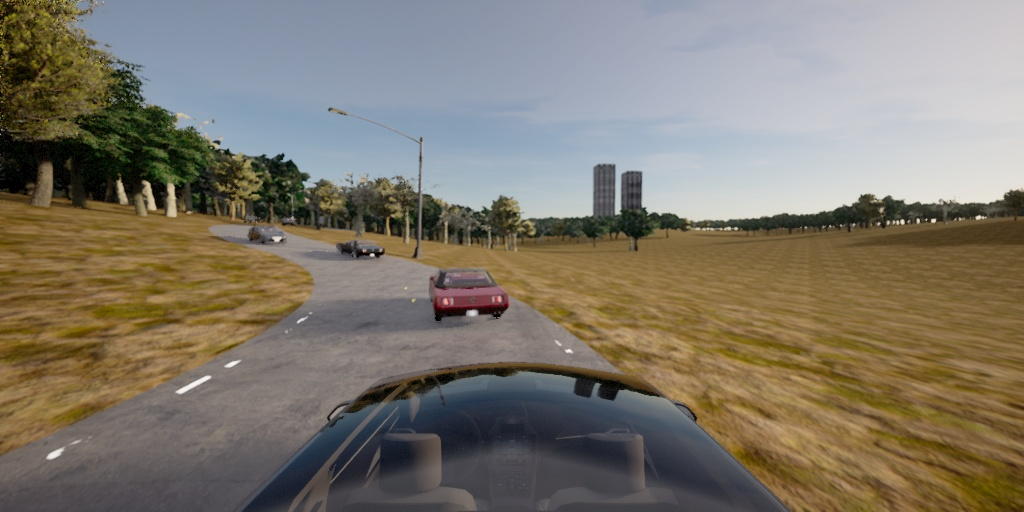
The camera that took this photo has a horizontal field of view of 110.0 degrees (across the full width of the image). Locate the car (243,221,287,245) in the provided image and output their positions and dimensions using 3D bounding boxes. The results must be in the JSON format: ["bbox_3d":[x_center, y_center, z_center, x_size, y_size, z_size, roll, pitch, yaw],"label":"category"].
[{"bbox_3d":[-21.441,-1.875,31.333,4.902,1.511,2.128,9,8,38],"label":"car"}]

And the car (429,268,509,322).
[{"bbox_3d":[-1.534,1.003,10.967,1.895,1.301,4.718,-1,3,-15],"label":"car"}]

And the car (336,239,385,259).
[{"bbox_3d":[-11.615,-0.612,27.292,4.718,1.301,1.895,9,8,44],"label":"car"}]
